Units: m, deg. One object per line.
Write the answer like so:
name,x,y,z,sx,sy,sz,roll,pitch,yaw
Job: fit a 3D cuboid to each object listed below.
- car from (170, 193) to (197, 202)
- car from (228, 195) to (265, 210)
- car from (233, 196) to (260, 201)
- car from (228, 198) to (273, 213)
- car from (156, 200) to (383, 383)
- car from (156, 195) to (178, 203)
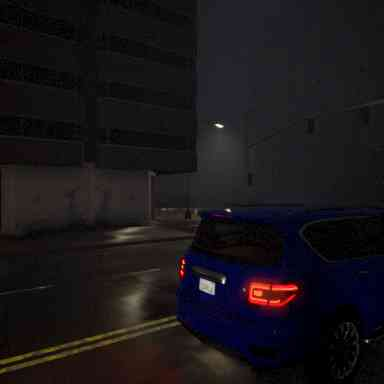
car,-1.486,1.216,49.232,2.150,2.045,5.566,0,1,-34
car,7.073,1.351,43.611,2.097,1.767,4.553,0,0,-36
car,5.405,1.491,33.789,2.128,1.511,4.902,0,0,-36
car,6.610,1.491,38.073,2.128,1.511,4.902,0,0,-36
car,2.380,1.221,5.507,5.566,2.045,2.150,0,0,-35
car,-4.689,1.547,47.650,2.033,1.411,5.357,0,0,-36
